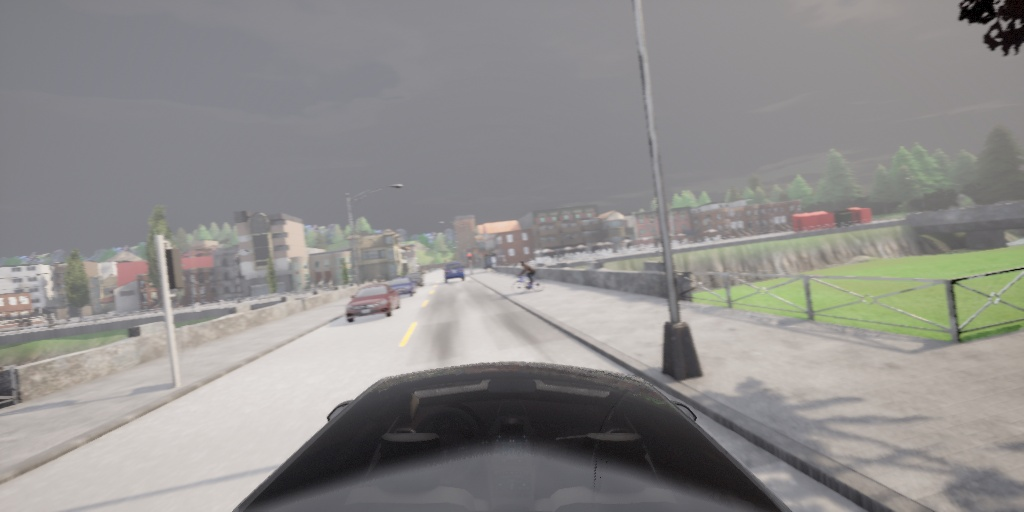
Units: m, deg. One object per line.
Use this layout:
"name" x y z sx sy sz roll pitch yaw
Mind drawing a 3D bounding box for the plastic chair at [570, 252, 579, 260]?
"plastic chair" 11.288 0.016 63.725 0.730 1.272 0.750 0 0 -10

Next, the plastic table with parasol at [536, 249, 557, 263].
"plastic table with parasol" 5.755 0.077 57.808 2.482 2.480 2.482 0 0 -10

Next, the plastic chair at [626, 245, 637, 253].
"plastic chair" 20.534 -1.117 61.636 0.750 1.272 0.730 0 0 -10

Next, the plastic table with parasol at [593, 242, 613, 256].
"plastic table with parasol" 14.434 -0.983 57.944 2.482 2.480 2.482 0 0 -10

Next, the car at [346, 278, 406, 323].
"car" -6.503 2.093 17.157 1.812 1.442 4.674 -7 0 -10

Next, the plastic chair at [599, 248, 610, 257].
"plastic chair" 14.572 -0.398 56.597 0.750 1.272 0.730 0 0 -10

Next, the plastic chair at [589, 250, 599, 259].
"plastic chair" 13.253 -0.235 57.781 0.730 1.272 0.750 0 0 -10

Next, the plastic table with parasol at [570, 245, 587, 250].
"plastic table with parasol" 12.470 -0.732 63.887 2.482 2.480 2.482 0 0 -10

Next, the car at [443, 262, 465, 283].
"car" -6.387 1.815 39.615 2.150 2.045 5.566 -7 0 -10

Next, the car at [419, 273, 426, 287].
"car" -10.050 2.543 37.153 1.837 1.490 4.892 -7 0 -10

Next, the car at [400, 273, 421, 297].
"car" -8.255 2.325 26.966 1.812 1.442 4.674 -7 0 -10

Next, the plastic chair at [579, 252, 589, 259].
"plastic chair" 12.608 -0.147 62.541 0.750 1.272 0.730 0 0 -10

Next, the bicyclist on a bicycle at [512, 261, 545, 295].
"bicyclist on a bicycle" 0.754 1.029 17.589 1.656 1.620 0.582 -7 0 -10

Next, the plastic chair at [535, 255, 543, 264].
"plastic chair" 4.490 0.835 57.722 0.730 1.272 0.750 0 0 -10

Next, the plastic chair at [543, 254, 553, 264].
"plastic chair" 5.809 0.672 56.538 0.750 1.272 0.730 0 0 -10
